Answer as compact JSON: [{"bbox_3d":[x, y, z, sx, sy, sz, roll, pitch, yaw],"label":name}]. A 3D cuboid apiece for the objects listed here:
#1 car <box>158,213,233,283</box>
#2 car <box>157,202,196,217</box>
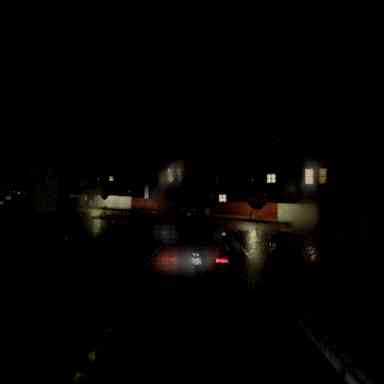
[{"bbox_3d":[0.079,1.592,9.845,2.033,1.411,5.357,0,0,0],"label":"car"},{"bbox_3d":[-1.481,1.627,30.469,2.128,1.511,4.902,3,0,-30],"label":"car"}]
